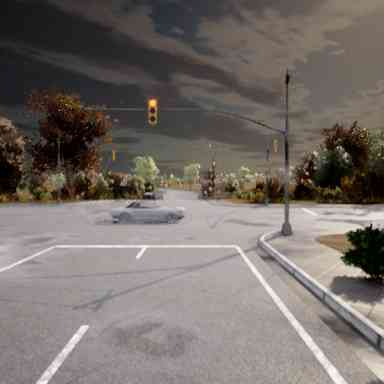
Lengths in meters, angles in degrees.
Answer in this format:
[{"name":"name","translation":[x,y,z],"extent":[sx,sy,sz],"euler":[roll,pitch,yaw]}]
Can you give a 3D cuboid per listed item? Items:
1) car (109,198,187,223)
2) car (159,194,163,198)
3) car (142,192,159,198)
[{"name":"car","translation":[-2.702,1.237,21.266],"extent":[4.718,1.301,1.895],"euler":[0,1,5]},{"name":"car","translation":[-7.147,1.144,70.834],"extent":[1.837,1.490,4.892],"euler":[0,-1,0]},{"name":"car","translation":[-7.199,0.744,55.432],"extent":[1.882,1.535,5.008],"euler":[0,-1,0]}]
